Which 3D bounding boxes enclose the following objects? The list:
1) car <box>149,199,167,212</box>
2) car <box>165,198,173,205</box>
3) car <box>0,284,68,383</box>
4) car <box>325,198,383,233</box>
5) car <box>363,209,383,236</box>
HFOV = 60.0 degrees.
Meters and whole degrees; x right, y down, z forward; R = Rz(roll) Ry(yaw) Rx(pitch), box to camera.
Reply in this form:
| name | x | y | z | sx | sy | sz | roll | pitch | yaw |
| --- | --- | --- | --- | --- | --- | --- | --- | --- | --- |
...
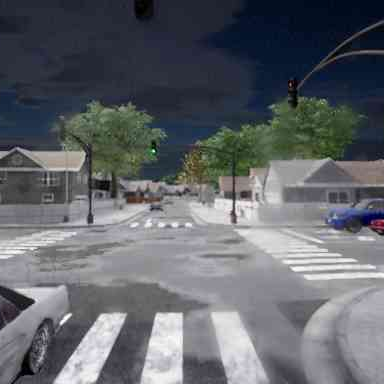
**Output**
| name | x | y | z | sx | sy | sz | roll | pitch | yaw |
| --- | --- | --- | --- | --- | --- | --- | --- | --- | --- |
| car | -4.918 | 2.027 | 46.279 | 2.033 | 1.411 | 5.357 | 0 | 0 | -3 |
| car | -5.514 | 2.095 | 77.192 | 2.097 | 1.767 | 4.553 | 0 | 0 | 1 |
| car | -2.803 | 1.637 | 2.874 | 1.895 | 1.301 | 4.718 | 0 | -1 | -1 |
| car | 11.167 | 1.384 | 20.451 | 5.566 | 2.045 | 2.150 | 0 | -1 | -2 |
| car | 11.849 | 1.705 | 17.209 | 4.718 | 1.301 | 1.895 | 0 | -1 | -2 |
